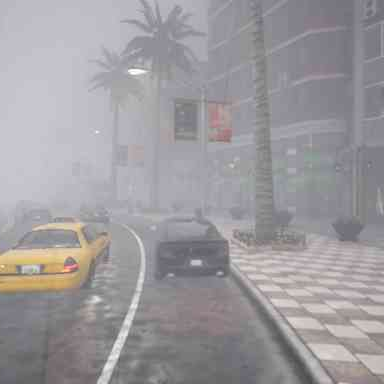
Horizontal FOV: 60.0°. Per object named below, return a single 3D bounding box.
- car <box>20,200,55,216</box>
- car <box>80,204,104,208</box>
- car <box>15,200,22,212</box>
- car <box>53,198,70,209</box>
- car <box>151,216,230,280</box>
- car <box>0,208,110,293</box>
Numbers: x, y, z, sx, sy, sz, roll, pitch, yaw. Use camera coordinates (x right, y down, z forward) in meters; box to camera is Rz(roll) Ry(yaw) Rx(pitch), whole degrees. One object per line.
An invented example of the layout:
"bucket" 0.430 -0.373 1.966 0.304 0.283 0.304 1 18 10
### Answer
"car" -11.397 1.519 24.465 1.812 1.442 4.674 0 0 -26
"car" -7.028 1.541 23.327 2.033 1.411 5.357 0 0 -23
"car" -19.040 1.552 38.149 1.994 1.385 4.181 0 0 -30
"car" -15.691 1.478 39.365 2.128 1.511 4.902 0 0 -31
"car" -0.213 1.474 10.104 1.882 1.535 5.008 0 0 -7
"car" -3.346 1.454 8.899 1.801 1.575 5.366 0 0 -6
